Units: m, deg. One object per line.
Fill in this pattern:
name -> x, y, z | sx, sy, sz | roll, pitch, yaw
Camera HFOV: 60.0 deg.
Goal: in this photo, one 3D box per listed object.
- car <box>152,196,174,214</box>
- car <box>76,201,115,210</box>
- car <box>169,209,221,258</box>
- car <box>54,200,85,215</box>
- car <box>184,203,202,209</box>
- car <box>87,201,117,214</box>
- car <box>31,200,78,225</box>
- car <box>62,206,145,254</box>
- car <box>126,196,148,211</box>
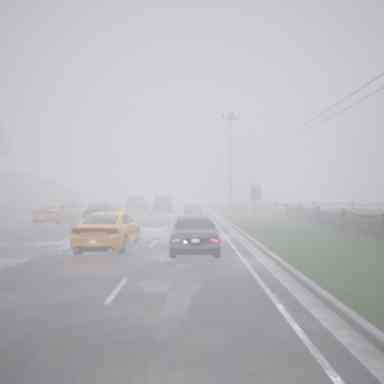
car -> -3.387, 1.446, 39.365 | 2.150, 2.045, 5.566 | 0, 0, 0
car -> -6.980, 1.648, 25.635 | 1.837, 1.490, 4.892 | 0, 0, 0
car -> 0.104, 1.623, 13.134 | 2.033, 1.411, 5.357 | 0, 0, 0
car -> -13.886, 1.717, 38.036 | 1.837, 1.490, 4.892 | 0, 0, 0
car -> 0.112, 1.804, 35.501 | 1.895, 1.301, 4.718 | 0, 0, 0
car -> -10.443, 1.766, 39.168 | 2.033, 1.411, 5.357 | 0, 0, 1
car -> -10.481, 1.619, 25.600 | 1.882, 1.535, 5.008 | 0, 0, 0
car -> -3.395, 1.555, 13.832 | 1.882, 1.535, 5.008 | 0, 0, 0
car -> -6.920, 1.460, 42.060 | 2.150, 2.045, 5.566 | 0, 0, 0
